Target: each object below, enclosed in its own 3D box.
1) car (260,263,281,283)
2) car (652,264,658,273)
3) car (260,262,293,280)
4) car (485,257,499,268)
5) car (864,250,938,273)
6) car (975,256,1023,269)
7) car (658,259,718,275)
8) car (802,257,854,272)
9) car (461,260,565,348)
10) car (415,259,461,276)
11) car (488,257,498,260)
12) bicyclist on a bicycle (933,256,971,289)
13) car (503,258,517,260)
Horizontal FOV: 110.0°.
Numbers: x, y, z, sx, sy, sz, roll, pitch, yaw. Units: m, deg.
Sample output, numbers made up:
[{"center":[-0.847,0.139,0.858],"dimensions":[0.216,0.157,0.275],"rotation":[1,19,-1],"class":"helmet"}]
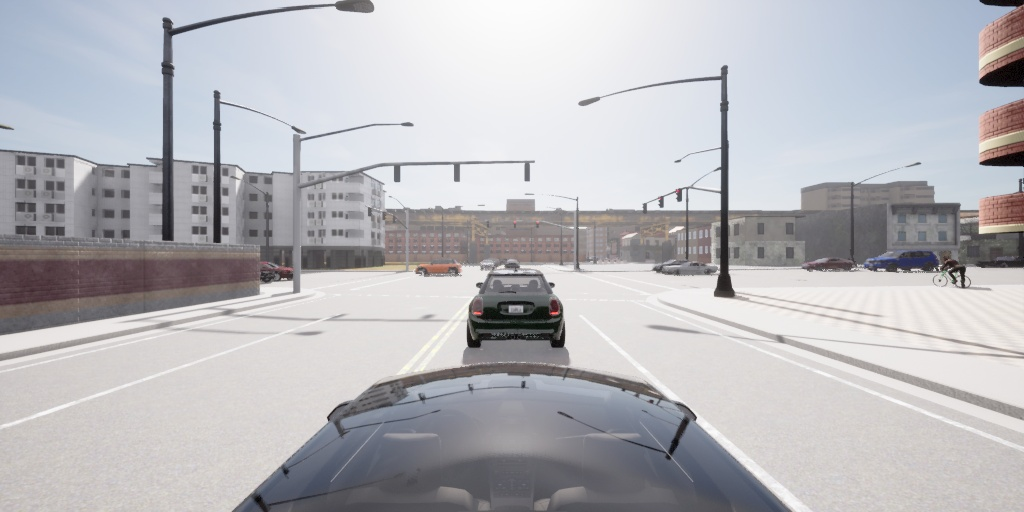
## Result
[{"center":[-19.820,1.351,25.855],"dimensions":[4.718,1.301,1.895],"rotation":[0,0,1],"class":"car"},{"center":[17.618,1.109,38.623],"dimensions":[4.902,1.511,2.128],"rotation":[-1,0,1],"class":"car"},{"center":[-20.271,1.228,29.325],"dimensions":[5.008,1.535,1.882],"rotation":[0,0,1],"class":"car"},{"center":[-3.492,1.102,62.585],"dimensions":[2.097,1.767,4.553],"rotation":[0,0,0],"class":"car"},{"center":[37.575,0.515,34.692],"dimensions":[5.566,2.045,2.150],"rotation":[-1,0,1],"class":"car"},{"center":[52.255,0.702,37.788],"dimensions":[4.718,1.301,1.895],"rotation":[-1,0,1],"class":"car"},{"center":[17.336,1.218,35.131],"dimensions":[4.718,1.301,1.895],"rotation":[-1,0,1],"class":"car"},{"center":[33.700,0.888,38.277],"dimensions":[4.674,1.442,1.812],"rotation":[-1,0,1],"class":"car"},{"center":[0.091,1.102,9.431],"dimensions":[2.097,1.767,4.553],"rotation":[0,0,0],"class":"car"},{"center":[-7.381,1.085,36.204],"dimensions":[4.553,1.767,2.097],"rotation":[0,0,3],"class":"car"},{"center":[-3.527,1.276,52.867],"dimensions":[1.812,1.442,4.674],"rotation":[0,0,0],"class":"car"},{"center":[22.671,0.844,18.521],"dimensions":[0.582,1.620,1.656],"rotation":[-1,0,1],"class":"bicyclist on a bicycle"},{"center":[0.031,1.255,48.991],"dimensions":[1.837,1.490,4.892],"rotation":[-1,0,-1],"class":"car"}]
